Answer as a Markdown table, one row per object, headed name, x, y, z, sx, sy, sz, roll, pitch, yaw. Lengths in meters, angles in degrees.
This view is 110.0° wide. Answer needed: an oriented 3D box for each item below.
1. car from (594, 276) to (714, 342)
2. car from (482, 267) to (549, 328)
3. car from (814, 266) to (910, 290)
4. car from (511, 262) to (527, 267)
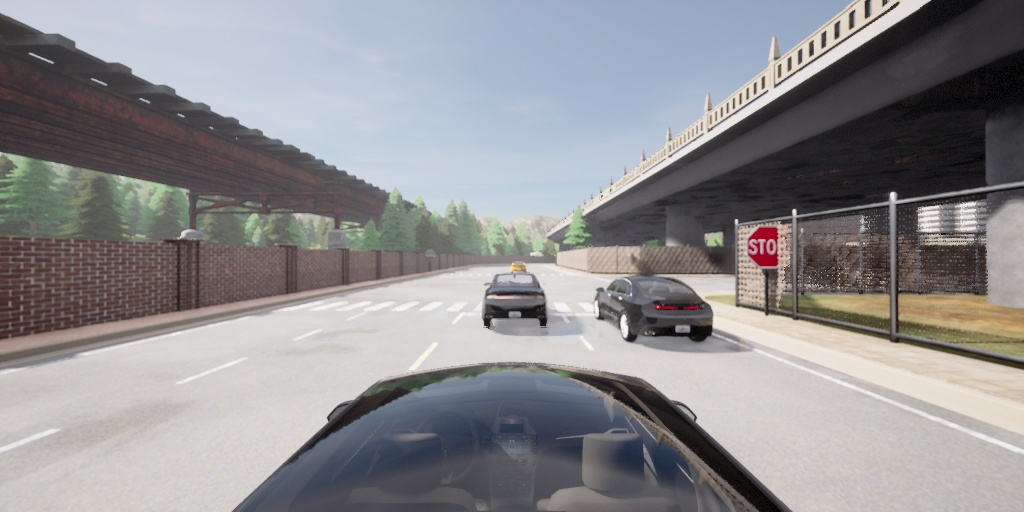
| name | x | y | z | sx | sy | sz | roll | pitch | yaw |
| --- | --- | --- | --- | --- | --- | --- | --- | --- | --- |
| car | 3.586 | 1.291 | 9.923 | 1.837 | 1.490 | 4.892 | 0 | 0 | 0 |
| car | 0.096 | 1.288 | 11.610 | 2.128 | 1.511 | 4.902 | 0 | 0 | 0 |
| car | 21.737 | 1.342 | 22.324 | 4.892 | 1.490 | 1.837 | 0 | 0 | 1 |
| car | 0.856 | 1.426 | 45.027 | 1.882 | 1.535 | 5.008 | 0 | 0 | 1 |
